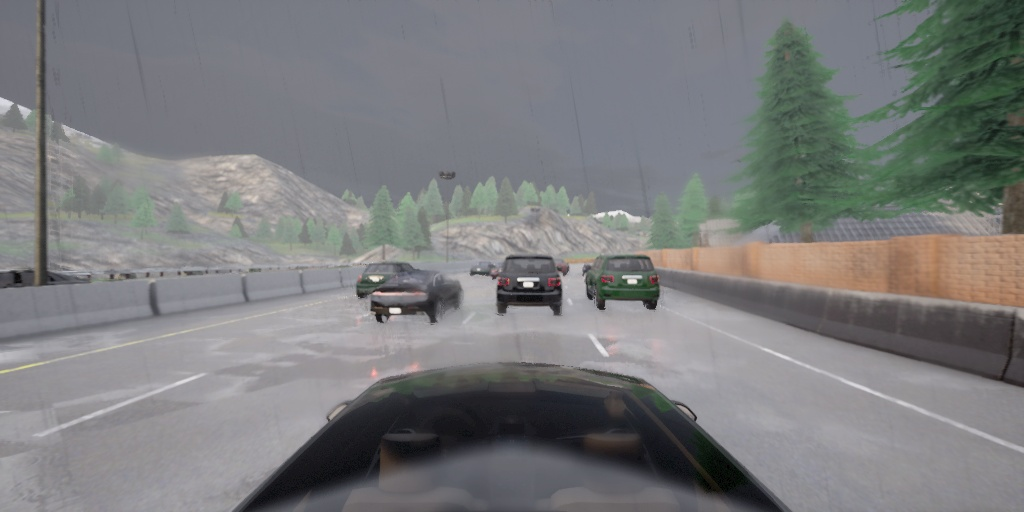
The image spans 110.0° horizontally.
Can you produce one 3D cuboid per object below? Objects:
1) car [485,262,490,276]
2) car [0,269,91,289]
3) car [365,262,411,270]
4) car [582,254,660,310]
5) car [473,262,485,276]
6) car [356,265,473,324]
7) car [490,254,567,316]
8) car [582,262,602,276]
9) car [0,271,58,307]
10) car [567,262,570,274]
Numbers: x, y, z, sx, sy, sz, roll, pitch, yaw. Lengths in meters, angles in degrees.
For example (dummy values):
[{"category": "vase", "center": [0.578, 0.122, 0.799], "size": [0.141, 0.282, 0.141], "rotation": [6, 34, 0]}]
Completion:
[{"category": "car", "center": [-0.395, 1.252, 30.331], "size": [2.033, 1.411, 5.357], "rotation": [0, 0, 12]}, {"category": "car", "center": [-17.120, 1.211, 11.717], "size": [1.837, 1.490, 4.892], "rotation": [0, 0, 4]}, {"category": "car", "center": [-5.822, 1.066, 18.013], "size": [2.097, 1.767, 4.553], "rotation": [0, 0, 6]}, {"category": "car", "center": [4.356, 0.959, 14.852], "size": [2.150, 2.045, 5.566], "rotation": [0, 0, 6]}, {"category": "car", "center": [-2.696, 1.256, 35.968], "size": [1.994, 1.385, 4.181], "rotation": [0, 0, 13]}, {"category": "car", "center": [-2.895, 1.221, 11.836], "size": [2.128, 1.511, 4.902], "rotation": [0, 0, 4]}, {"category": "car", "center": [0.720, 0.954, 13.518], "size": [2.150, 2.045, 5.566], "rotation": [0, 0, 5]}, {"category": "car", "center": [8.314, 1.310, 36.912], "size": [1.895, 1.301, 4.718], "rotation": [0, 0, 15]}, {"category": "car", "center": [-20.542, 1.297, 13.034], "size": [1.895, 1.301, 4.718], "rotation": [0, 0, 5]}, {"category": "car", "center": [4.771, 1.055, 37.042], "size": [2.097, 1.767, 4.553], "rotation": [0, 0, 14]}]
